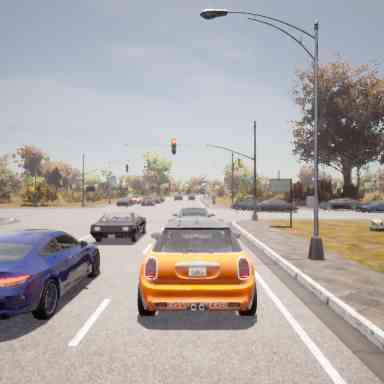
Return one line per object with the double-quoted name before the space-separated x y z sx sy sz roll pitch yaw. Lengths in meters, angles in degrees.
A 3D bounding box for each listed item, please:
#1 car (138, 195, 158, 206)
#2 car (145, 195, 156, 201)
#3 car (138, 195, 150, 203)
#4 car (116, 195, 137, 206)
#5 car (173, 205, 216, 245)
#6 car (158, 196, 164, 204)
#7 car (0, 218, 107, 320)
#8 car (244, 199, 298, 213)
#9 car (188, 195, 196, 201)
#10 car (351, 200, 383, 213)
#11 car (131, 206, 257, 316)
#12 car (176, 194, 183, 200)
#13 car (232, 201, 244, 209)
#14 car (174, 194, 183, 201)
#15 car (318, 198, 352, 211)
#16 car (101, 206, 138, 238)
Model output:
"car" -7.127 1.505 54.379 1.837 1.490 4.892 0 0 1
"car" -10.570 1.522 84.469 2.128 1.511 4.902 0 0 0
"car" -10.564 1.478 72.882 1.882 1.535 5.008 0 0 0
"car" -10.645 1.547 53.183 2.033 1.411 5.357 0 0 1
"car" 0.085 1.505 16.636 1.837 1.490 4.892 0 0 0
"car" -7.105 1.477 63.857 1.882 1.535 5.008 0 0 0
"car" -3.406 1.526 7.211 1.812 1.442 4.674 0 0 0
"car" 8.782 1.547 36.459 5.357 1.411 2.033 0 0 3
"car" -0.070 1.492 84.649 1.837 1.490 4.892 0 0 0
"car" 20.607 1.542 35.814 5.357 1.411 2.033 0 0 3
"car" 0.093 1.352 7.678 2.097 1.767 4.553 0 0 0
"car" -3.539 1.374 95.056 1.812 1.442 4.674 0 0 1
"car" 6.849 1.564 40.480 4.181 1.385 1.994 0 0 9
"car" -3.570 1.492 84.647 1.837 1.490 4.892 0 0 0
"car" 17.490 1.489 39.489 4.902 1.511 2.128 0 0 3
"car" -3.415 1.601 16.369 1.895 1.301 4.718 0 0 0
